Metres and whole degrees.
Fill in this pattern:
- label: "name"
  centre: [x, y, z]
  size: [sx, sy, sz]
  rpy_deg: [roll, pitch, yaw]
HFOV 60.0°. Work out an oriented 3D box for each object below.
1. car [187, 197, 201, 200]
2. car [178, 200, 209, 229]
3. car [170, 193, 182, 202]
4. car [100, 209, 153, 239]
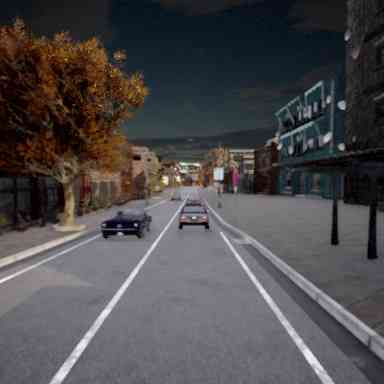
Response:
- label: "car"
  centre: [0.212, 1.255, 42.853]
  size: [1.895, 1.301, 4.718]
  rpy_deg: [0, 1, 0]
- label: "car"
  centre: [0.119, 1.470, 21.132]
  size: [2.033, 1.411, 5.357]
  rpy_deg: [0, 0, 0]
- label: "car"
  centre: [-2.824, 0.937, 58.668]
  size: [1.837, 1.490, 4.892]
  rpy_deg: [0, 1, 1]
- label: "car"
  centre: [-3.220, 1.553, 17.096]
  size: [1.895, 1.301, 4.718]
  rpy_deg: [0, 0, 0]
